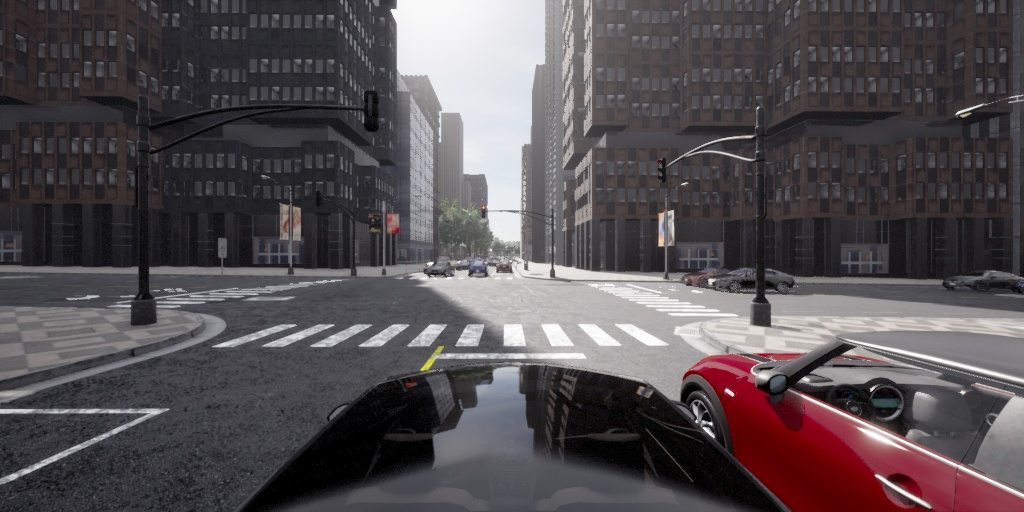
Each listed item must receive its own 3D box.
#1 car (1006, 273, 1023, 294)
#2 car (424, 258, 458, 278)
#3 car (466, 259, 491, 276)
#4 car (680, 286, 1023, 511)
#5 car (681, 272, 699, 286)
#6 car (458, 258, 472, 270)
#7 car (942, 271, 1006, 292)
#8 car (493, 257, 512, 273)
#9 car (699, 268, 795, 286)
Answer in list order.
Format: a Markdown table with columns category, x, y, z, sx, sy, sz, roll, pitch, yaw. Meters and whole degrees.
| category | x | y | z | sx | sy | sz | roll | pitch | yaw |
| --- | --- | --- | --- | --- | --- | --- | --- | --- | --- |
| car | 35.005 | 1.808 | 22.690 | 4.674 | 1.442 | 1.812 | 1 | 0 | -1 |
| car | -6.824 | 1.242 | 34.468 | 1.837 | 1.490 | 4.892 | 0 | 0 | 2 |
| car | -3.417 | 1.268 | 37.022 | 1.812 | 1.442 | 4.674 | 0 | 0 | -2 |
| car | 2.760 | 1.190 | 2.240 | 1.967 | 1.591 | 4.097 | 0 | 0 | 0 |
| car | 14.451 | 1.543 | 25.678 | 4.181 | 1.385 | 1.994 | 1 | 0 | -1 |
| car | -6.895 | 1.322 | 51.143 | 2.033 | 1.411 | 5.357 | 0 | 0 | -1 |
| car | 34.177 | 1.792 | 25.939 | 4.674 | 1.442 | 1.812 | 1 | 0 | -1 |
| car | -0.930 | 1.197 | 43.604 | 1.967 | 1.591 | 4.097 | 0 | 0 | -1 |
| car | 14.875 | 1.480 | 22.435 | 4.902 | 1.511 | 2.128 | 1 | 0 | -1 |
